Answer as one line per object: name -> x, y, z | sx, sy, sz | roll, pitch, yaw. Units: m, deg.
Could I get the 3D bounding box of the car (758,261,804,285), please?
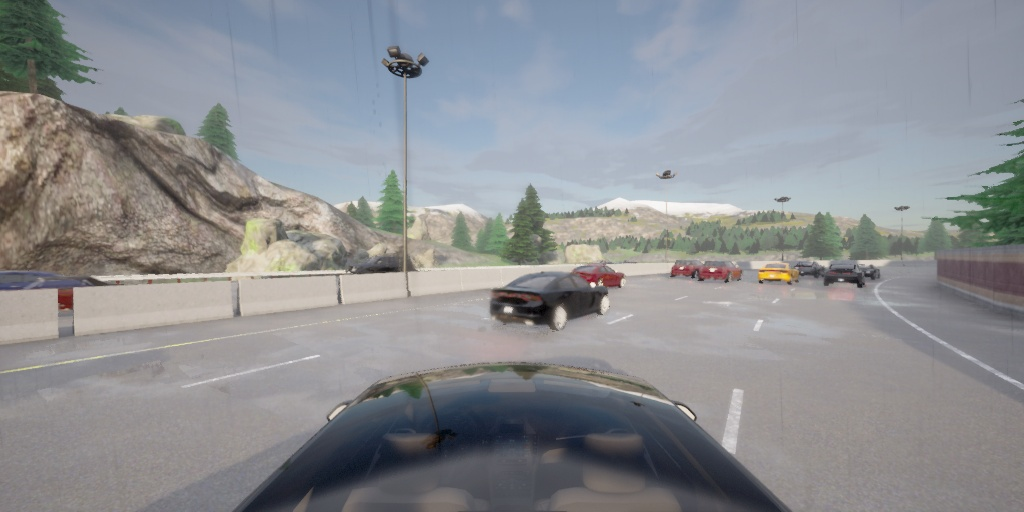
car -> 19.667, 1.228, 26.372 | 5.008, 1.535, 1.882 | 0, 0, -44

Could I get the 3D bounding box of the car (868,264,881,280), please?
car -> 30.344, 1.351, 31.028 | 4.718, 1.301, 1.895 | 0, 0, -39

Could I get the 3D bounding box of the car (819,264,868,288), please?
car -> 22.427, 1.255, 24.169 | 4.892, 1.490, 1.837 | 0, 0, -43

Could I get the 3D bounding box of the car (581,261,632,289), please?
car -> 5.005, 1.227, 21.230 | 1.882, 1.535, 5.008 | 0, 0, 41

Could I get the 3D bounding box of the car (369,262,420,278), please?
car -> -11.313, 1.314, 34.716 | 1.994, 1.385, 4.181 | 0, 0, 41

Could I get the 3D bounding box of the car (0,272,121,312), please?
car -> -15.439, 1.351, 11.921 | 1.895, 1.301, 4.718 | 0, 0, 33

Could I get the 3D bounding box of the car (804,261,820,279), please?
car -> 27.584, 1.241, 33.275 | 4.902, 1.511, 2.128 | 0, 0, -39

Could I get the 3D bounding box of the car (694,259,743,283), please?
car -> 16.479, 1.103, 28.190 | 4.553, 1.767, 2.097 | 0, 0, -44

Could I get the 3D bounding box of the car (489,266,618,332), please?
car -> 1.379, 1.227, 11.179 | 1.882, 1.535, 5.008 | 0, 0, 37

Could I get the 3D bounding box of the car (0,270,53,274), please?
car -> -18.770, 1.276, 13.174 | 1.812, 1.442, 4.674 | 0, 0, 33

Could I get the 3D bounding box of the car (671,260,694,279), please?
car -> 16.442, 1.102, 32.936 | 4.553, 1.767, 2.097 | 0, 0, -43

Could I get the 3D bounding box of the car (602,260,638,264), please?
car -> 14.051, 1.271, 45.094 | 4.902, 1.511, 2.128 | 0, 0, -40

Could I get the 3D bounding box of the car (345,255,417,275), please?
car -> -10.859, 0.971, 29.900 | 2.150, 2.045, 5.566 | 0, 0, 40
